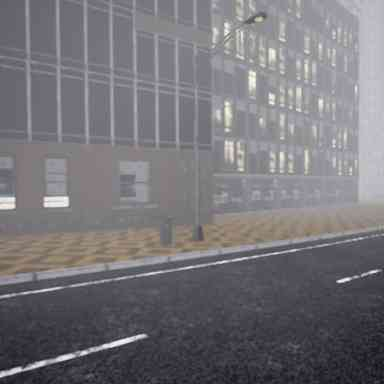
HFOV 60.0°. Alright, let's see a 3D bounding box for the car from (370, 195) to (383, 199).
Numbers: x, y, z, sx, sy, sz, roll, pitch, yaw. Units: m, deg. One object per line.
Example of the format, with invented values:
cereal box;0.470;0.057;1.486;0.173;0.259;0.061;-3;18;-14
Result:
car;41.369;0.947;73.061;1.802;1.307;4.206;-1;2;-42
